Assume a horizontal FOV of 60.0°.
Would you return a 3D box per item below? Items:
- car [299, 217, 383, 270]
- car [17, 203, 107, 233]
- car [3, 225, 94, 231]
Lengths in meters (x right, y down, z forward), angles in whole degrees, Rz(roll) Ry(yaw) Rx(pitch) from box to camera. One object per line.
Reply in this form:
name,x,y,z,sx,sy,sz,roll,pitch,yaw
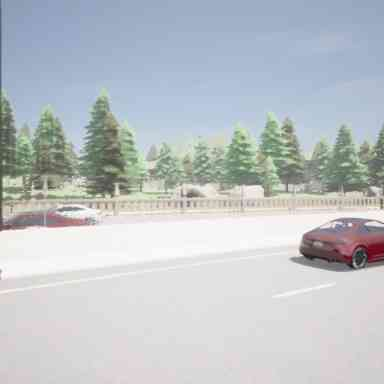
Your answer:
car,5.554,1.533,10.947,4.181,1.385,1.994,0,0,-29
car,-7.622,1.439,19.661,4.674,1.442,1.812,0,0,-32
car,-6.198,1.469,12.262,4.674,1.442,1.812,0,0,-33
